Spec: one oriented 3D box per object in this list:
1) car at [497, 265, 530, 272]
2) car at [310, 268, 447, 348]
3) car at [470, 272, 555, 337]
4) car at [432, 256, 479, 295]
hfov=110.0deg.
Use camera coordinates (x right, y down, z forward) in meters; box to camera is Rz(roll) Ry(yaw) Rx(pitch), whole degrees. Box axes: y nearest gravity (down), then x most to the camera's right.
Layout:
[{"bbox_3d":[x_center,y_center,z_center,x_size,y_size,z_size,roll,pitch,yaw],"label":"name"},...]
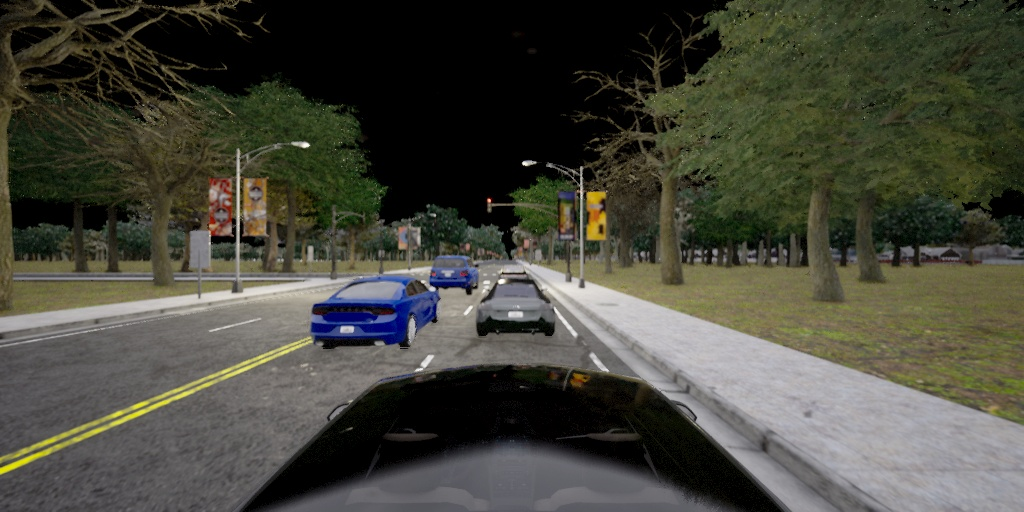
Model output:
[{"bbox_3d":[0.092,1.301,22.054,2.128,1.511,4.902,0,0,0],"label":"car"},{"bbox_3d":[-3.151,1.249,9.306,1.882,1.535,5.008,0,0,0],"label":"car"},{"bbox_3d":[0.097,1.338,10.348,1.994,1.385,4.181,0,0,0],"label":"car"},{"bbox_3d":[-3.157,1.027,20.311,2.150,2.045,5.566,0,0,0],"label":"car"}]
